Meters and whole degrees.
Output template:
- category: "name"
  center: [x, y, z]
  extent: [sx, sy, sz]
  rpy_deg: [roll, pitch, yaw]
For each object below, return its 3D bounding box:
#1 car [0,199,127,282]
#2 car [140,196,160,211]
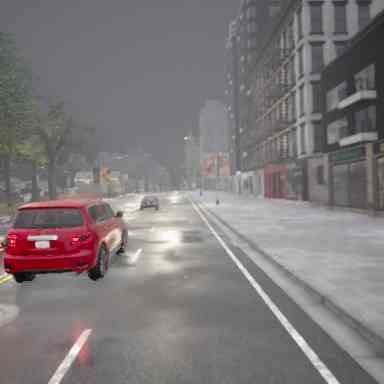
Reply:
- category: "car"
  center: [-3.429, 1.240, 10.104]
  extent: [2.150, 2.045, 5.566]
  rpy_deg: [-2, 1, -2]
- category: "car"
  center: [-4.359, 1.129, 35.071]
  extent: [2.033, 1.411, 5.357]
  rpy_deg: [-2, 1, -2]
